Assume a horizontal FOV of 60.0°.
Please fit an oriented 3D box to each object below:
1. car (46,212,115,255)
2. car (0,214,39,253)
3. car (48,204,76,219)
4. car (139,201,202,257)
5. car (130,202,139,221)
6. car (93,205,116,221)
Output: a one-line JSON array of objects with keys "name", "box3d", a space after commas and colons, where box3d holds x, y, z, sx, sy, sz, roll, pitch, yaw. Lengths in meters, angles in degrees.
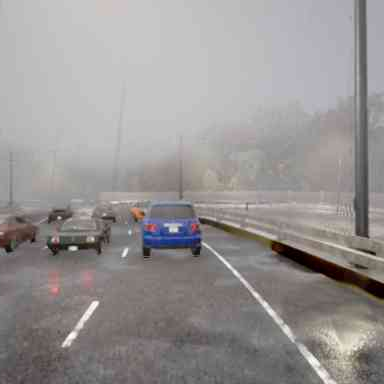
[{"name": "car", "box3d": [-4.548, 1.753, 14.099, 1.895, 1.301, 4.718, 0, -1, -8]}, {"name": "car", "box3d": [-8.121, 1.684, 14.323, 1.812, 1.442, 4.674, 0, 0, -8]}, {"name": "car", "box3d": [-11.258, 1.819, 28.818, 1.837, 1.490, 4.892, 0, 0, -16]}, {"name": "car", "box3d": [-0.971, 1.371, 13.842, 2.150, 2.045, 5.566, 0, 0, -8]}, {"name": "car", "box3d": [-4.481, 1.674, 30.566, 2.097, 1.767, 4.553, 0, -1, -16]}, {"name": "car", "box3d": [-7.889, 1.882, 29.754, 1.994, 1.385, 4.181, 0, -1, -16]}]
